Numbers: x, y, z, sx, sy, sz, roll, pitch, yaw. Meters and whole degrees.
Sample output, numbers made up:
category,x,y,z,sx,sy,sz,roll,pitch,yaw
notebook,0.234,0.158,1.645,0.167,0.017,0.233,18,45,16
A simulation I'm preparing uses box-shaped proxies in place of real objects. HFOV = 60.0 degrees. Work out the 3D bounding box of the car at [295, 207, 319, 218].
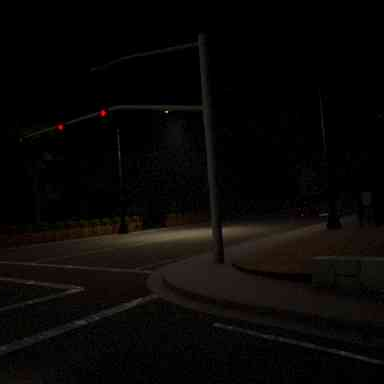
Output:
category,x,y,z,sx,sy,sz,roll,pitch,yaw
car,15.427,2.678,44.257,1.895,1.301,4.718,-6,-4,37
